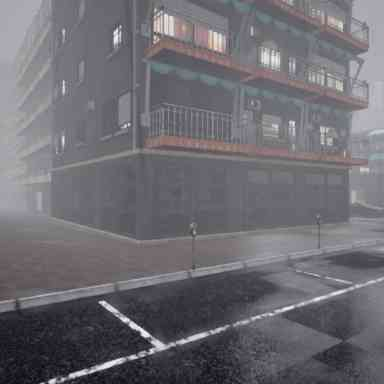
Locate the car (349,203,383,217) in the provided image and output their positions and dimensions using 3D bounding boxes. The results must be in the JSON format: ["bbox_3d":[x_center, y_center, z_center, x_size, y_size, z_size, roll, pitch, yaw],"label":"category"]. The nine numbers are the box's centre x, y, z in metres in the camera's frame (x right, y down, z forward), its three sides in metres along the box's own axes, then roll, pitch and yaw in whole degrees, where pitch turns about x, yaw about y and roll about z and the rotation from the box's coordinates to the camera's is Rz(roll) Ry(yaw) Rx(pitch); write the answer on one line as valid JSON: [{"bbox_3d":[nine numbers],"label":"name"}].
[{"bbox_3d":[16.841,1.765,33.136,1.994,1.385,4.181,0,-1,-35],"label":"car"}]
